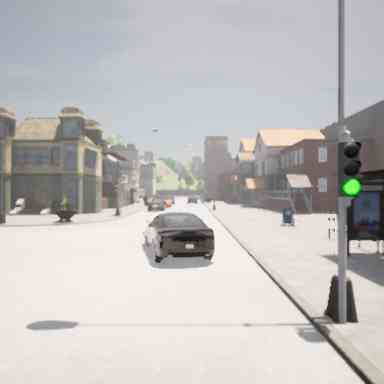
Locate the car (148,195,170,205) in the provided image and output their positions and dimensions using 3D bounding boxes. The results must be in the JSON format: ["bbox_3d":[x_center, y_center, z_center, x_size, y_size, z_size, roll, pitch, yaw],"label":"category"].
[{"bbox_3d":[-4.113,1.479,39.475,2.128,1.511,4.902,0,0,0],"label":"car"}]

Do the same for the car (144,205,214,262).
[{"bbox_3d":[-0.632,1.474,12.361,1.882,1.535,5.008,1,0,-13],"label":"car"}]

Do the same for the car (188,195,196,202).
[{"bbox_3d":[-0.035,1.477,74.767,1.837,1.490,4.892,0,0,0],"label":"car"}]

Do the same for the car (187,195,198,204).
[{"bbox_3d":[0.070,1.458,62.676,1.882,1.535,5.008,0,0,0],"label":"car"}]

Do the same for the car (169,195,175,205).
[{"bbox_3d":[-4.089,1.337,48.575,2.097,1.767,4.553,0,0,0],"label":"car"}]
